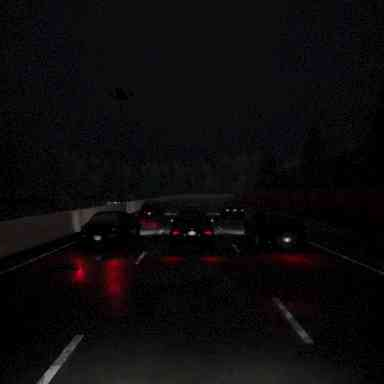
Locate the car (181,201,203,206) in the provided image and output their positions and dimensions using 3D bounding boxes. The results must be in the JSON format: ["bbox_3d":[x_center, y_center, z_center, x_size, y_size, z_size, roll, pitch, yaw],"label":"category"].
[{"bbox_3d":[0.000,1.530,29.650,1.812,1.442,4.674,0,0,0],"label":"car"}]

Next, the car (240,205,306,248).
[{"bbox_3d":[3.500,1.514,14.650,1.837,1.490,4.892,0,0,0],"label":"car"}]

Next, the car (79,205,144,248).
[{"bbox_3d":[-3.500,1.530,14.650,1.812,1.442,4.674,0,0,0],"label":"car"}]

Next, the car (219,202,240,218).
[{"bbox_3d":[3.500,1.561,29.650,2.033,1.411,5.357,0,0,0],"label":"car"}]

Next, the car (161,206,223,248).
[{"bbox_3d":[0.000,1.560,14.650,2.033,1.411,5.357,0,0,0],"label":"car"}]

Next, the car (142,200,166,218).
[{"bbox_3d":[-3.500,1.514,29.650,1.837,1.490,4.892,0,0,0],"label":"car"}]
